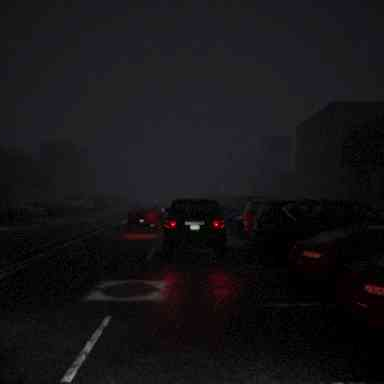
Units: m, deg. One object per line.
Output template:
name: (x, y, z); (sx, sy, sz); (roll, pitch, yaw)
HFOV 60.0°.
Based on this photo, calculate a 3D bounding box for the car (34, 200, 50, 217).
car: (-15.678, 1.573, 29.012); (5.366, 1.575, 1.946); (0, 0, 0)

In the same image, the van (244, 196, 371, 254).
van: (4.589, 1.276, 13.590); (4.442, 1.987, 1.878); (0, 0, 0)

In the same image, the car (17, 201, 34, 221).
car: (-15.487, 1.602, 26.254); (4.674, 1.452, 2.002); (0, 0, 0)

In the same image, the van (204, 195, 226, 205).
van: (4.808, 1.638, 69.170); (4.442, 1.987, 1.878); (0, 0, 0)

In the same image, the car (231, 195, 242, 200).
car: (4.674, 1.301, 27.486); (5.566, 2.045, 2.435); (0, 0, 0)

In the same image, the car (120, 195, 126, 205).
car: (-15.532, 1.830, 62.097); (5.008, 1.535, 2.097); (0, -1, 0)

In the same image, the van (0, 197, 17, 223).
van: (-15.370, 1.324, 23.622); (4.442, 1.987, 1.878); (0, 0, 0)

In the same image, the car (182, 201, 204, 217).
car: (0.091, 1.653, 33.822); (2.033, 1.411, 5.357); (0, 0, 0)

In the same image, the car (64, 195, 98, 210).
car: (-15.535, 1.413, 42.798); (5.566, 2.045, 2.435); (0, 0, 0)

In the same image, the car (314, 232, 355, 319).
car: (4.705, 1.526, 5.316); (4.674, 1.452, 2.002); (0, 0, 0)

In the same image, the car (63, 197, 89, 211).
car: (-15.509, 1.644, 40.041); (5.008, 1.535, 2.097); (0, 0, 0)

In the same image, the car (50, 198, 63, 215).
car: (-15.489, 1.592, 31.768); (4.892, 1.521, 2.231); (0, 0, 0)

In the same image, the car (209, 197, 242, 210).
car: (4.666, 1.546, 46.936); (4.553, 1.767, 2.185); (0, 0, 0)

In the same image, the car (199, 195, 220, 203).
car: (4.658, 1.775, 88.627); (5.566, 2.045, 2.435); (0, 0, 0)

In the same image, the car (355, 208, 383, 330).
car: (4.680, 1.231, 2.598); (5.566, 2.045, 2.435); (0, 0, 0)

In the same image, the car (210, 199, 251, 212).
car: (4.693, 1.633, 41.377); (4.892, 1.521, 2.231); (0, 0, 0)

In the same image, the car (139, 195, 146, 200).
car: (-15.526, 2.096, 89.675); (4.792, 1.488, 2.163); (0, 0, 0)

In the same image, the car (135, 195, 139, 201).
car: (-15.570, 1.707, 75.889); (5.566, 2.045, 2.435); (0, -1, 0)

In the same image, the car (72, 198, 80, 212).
car: (-15.504, 1.665, 37.283); (4.674, 1.452, 2.002); (0, 0, 0)

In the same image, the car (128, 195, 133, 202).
car: (-15.561, 1.632, 67.615); (5.566, 2.045, 2.435); (0, -1, 0)

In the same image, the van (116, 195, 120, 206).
van: (-15.641, 1.578, 59.341); (4.442, 1.987, 1.878); (0, -1, 0)

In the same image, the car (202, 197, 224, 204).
car: (4.684, 1.912, 74.727); (4.892, 1.521, 2.231); (0, 0, 0)

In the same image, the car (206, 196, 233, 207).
car: (4.726, 1.638, 58.053); (4.553, 1.767, 2.185); (0, -1, 0)

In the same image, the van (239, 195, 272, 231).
van: (4.822, 1.284, 16.368); (4.442, 1.987, 1.878); (0, 0, 0)

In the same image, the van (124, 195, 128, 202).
van: (-15.413, 1.631, 64.857); (4.442, 1.987, 1.878); (0, -1, 0)

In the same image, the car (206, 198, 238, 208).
car: (4.702, 1.717, 52.493); (4.892, 1.521, 2.231); (0, -1, 0)

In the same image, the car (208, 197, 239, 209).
car: (4.665, 1.567, 49.717); (4.553, 1.767, 2.185); (0, -1, 0)

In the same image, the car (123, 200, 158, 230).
car: (-2.908, 1.526, 21.672); (1.882, 1.535, 5.008); (0, 0, 0)

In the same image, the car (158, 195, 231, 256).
car: (0.090, 1.242, 13.340); (2.150, 2.045, 5.566); (0, 0, 0)

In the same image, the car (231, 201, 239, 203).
car: (4.674, 1.558, 21.926); (4.792, 1.488, 2.163); (0, 0, 0)

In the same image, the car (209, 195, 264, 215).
car: (4.672, 1.345, 35.821); (5.566, 2.045, 2.435); (0, 0, 0)

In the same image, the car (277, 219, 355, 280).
car: (4.704, 1.530, 8.030); (4.674, 1.452, 2.002); (0, 0, 0)

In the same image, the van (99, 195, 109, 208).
van: (-15.632, 1.504, 51.069); (4.442, 1.987, 1.878); (0, 0, 0)

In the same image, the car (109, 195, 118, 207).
car: (-15.333, 1.751, 53.826); (5.366, 1.575, 1.946); (0, -1, 0)

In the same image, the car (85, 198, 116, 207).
car: (-15.519, 1.819, 56.583); (4.674, 1.452, 2.002); (0, -1, 0)

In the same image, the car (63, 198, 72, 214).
car: (-15.528, 1.638, 34.527); (4.792, 1.488, 2.163); (0, 0, 0)

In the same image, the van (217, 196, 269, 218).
van: (4.585, 1.341, 30.263); (4.442, 1.987, 1.878); (0, 0, 0)

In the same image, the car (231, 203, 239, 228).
car: (4.702, 1.559, 19.271); (4.674, 1.452, 2.002); (0, 0, 0)

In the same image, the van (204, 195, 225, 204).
van: (4.808, 1.662, 71.949); (4.442, 1.987, 1.878); (0, 0, 0)

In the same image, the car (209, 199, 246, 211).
car: (4.695, 1.691, 44.156); (4.674, 1.452, 2.002); (0, 0, 0)
